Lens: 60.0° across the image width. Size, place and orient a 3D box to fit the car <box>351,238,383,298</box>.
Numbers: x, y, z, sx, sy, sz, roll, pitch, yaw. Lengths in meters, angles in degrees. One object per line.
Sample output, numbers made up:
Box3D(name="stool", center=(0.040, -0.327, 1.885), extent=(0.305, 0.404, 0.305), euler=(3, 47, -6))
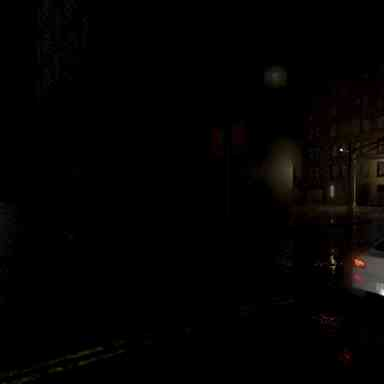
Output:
Box3D(name="car", center=(5.271, 1.519, 7.195), extent=(4.674, 1.442, 1.812), euler=(0, 0, -35))
